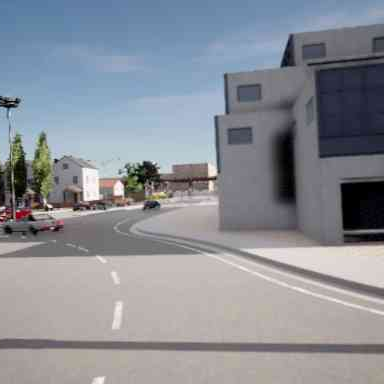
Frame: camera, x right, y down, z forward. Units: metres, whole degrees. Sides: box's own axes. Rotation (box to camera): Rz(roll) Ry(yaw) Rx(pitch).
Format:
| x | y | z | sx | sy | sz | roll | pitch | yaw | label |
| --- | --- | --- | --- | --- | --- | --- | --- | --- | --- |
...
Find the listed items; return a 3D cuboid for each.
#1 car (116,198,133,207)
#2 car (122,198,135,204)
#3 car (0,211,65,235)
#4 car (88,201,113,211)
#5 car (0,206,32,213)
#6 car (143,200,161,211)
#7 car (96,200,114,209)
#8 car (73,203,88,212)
| x | y | z | sx | sy | sz | roll | pitch | yaw | label |
| --- | --- | --- | --- | --- | --- | --- | --- | --- | --- |
| -14.641 | 2.430 | 71.251 | 1.882 | 1.535 | 5.008 | -3 | 0 | 8 | car |
| -16.182 | 2.249 | 85.201 | 1.812 | 1.442 | 4.674 | -3 | 0 | 8 | car |
| -11.170 | 2.215 | 23.266 | 4.718 | 1.301 | 1.895 | -3 | 0 | 31 | car |
| -16.290 | 2.515 | 59.905 | 1.812 | 1.442 | 4.674 | -3 | 0 | 9 | car |
| -20.413 | 2.458 | 37.911 | 2.097 | 1.767 | 4.553 | -3 | 0 | 17 | car |
| -5.961 | 1.968 | 49.971 | 1.837 | 1.490 | 4.892 | -3 | 0 | 8 | car |
| -18.292 | 2.623 | 70.416 | 1.837 | 1.490 | 4.892 | -3 | 0 | 8 | car |
| -19.802 | 2.721 | 59.945 | 1.994 | 1.385 | 4.181 | -3 | 0 | 8 | car |
